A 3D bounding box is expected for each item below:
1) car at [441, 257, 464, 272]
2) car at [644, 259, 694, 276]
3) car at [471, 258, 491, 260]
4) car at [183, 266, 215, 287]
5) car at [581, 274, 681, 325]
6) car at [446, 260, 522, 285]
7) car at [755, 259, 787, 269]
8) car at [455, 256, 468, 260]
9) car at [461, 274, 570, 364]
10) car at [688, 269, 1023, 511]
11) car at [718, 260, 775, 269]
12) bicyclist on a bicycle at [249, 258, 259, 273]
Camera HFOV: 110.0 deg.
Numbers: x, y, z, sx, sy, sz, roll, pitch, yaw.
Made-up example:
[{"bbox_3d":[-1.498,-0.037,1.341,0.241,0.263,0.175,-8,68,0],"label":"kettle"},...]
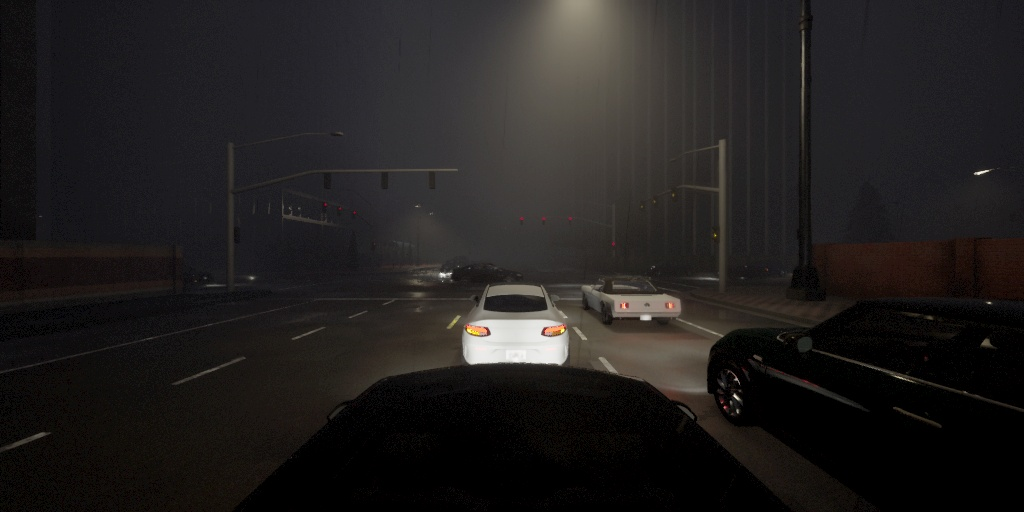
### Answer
[{"bbox_3d":[-7.885,1.241,46.213,2.128,1.511,4.902,0,0,1],"label":"car"},{"bbox_3d":[15.343,1.102,35.106,4.553,1.767,2.097,0,0,0],"label":"car"},{"bbox_3d":[-4.416,1.314,50.778,1.994,1.385,4.181,0,0,-1],"label":"car"},{"bbox_3d":[-22.570,1.314,24.050,4.181,1.385,1.994,0,0,-1],"label":"car"},{"bbox_3d":[3.564,1.351,11.755,1.895,1.301,4.718,0,0,0],"label":"car"},{"bbox_3d":[-1.671,1.242,24.246,4.902,1.511,2.128,0,0,-1],"label":"car"},{"bbox_3d":[24.235,1.102,35.186,4.553,1.767,2.097,0,0,0],"label":"car"},{"bbox_3d":[-7.991,0.971,56.059,2.150,2.045,5.566,0,0,-1],"label":"car"},{"bbox_3d":[0.060,1.276,7.538,1.812,1.442,4.674,0,0,0],"label":"car"},{"bbox_3d":[3.600,1.102,2.853,2.097,1.767,4.553,0,0,0],"label":"car"},{"bbox_3d":[20.194,1.314,31.651,4.181,1.385,1.994,0,0,-1],"label":"car"},{"bbox_3d":[-28.403,1.051,39.478,0.582,1.620,1.656,0,0,-1],"label":"bicyclist on a bicycle"}]
